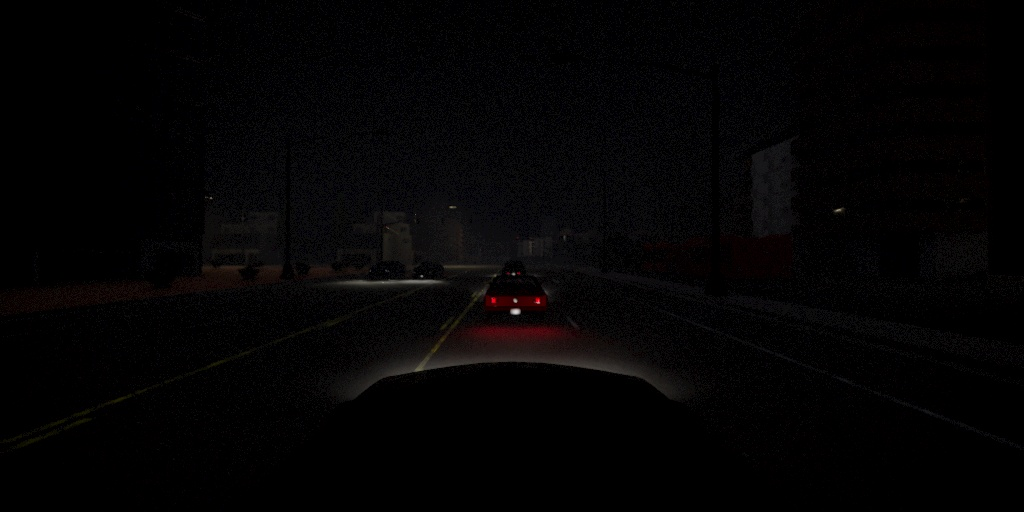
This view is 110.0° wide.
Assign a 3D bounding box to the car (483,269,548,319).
[{"bbox_3d":[0.110,1.288,12.462,1.895,1.301,4.718,0,0,0],"label":"car"}]

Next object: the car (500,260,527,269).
[{"bbox_3d":[0.127,1.094,28.923,1.837,1.490,4.892,0,0,0],"label":"car"}]

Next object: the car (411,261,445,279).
[{"bbox_3d":[-6.972,1.149,30.379,2.033,1.411,5.357,0,0,0],"label":"car"}]

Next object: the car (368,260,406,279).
[{"bbox_3d":[-10.472,1.102,30.382,1.882,1.535,5.008,0,0,0],"label":"car"}]
